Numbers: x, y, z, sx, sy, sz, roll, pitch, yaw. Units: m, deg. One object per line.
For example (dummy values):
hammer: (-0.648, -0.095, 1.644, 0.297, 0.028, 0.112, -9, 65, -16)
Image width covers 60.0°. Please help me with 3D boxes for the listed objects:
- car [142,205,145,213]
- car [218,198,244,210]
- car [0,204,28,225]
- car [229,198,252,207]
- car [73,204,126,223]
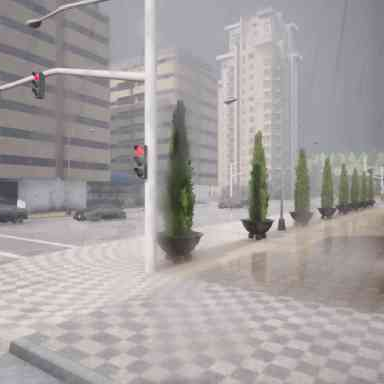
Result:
car: (-3.597, 1.581, 37.544, 1.812, 1.442, 4.674, 0, 0, 34)
car: (5.085, 1.619, 43.982, 1.994, 1.385, 4.181, 0, 0, 35)
car: (-13.716, 1.581, 22.829, 1.812, 1.442, 4.674, 0, 0, 35)
car: (7.951, 1.669, 54.188, 1.895, 1.301, 4.718, 0, 0, 35)
car: (-7.182, 1.617, 26.183, 1.994, 1.385, 4.181, 0, 0, 35)
